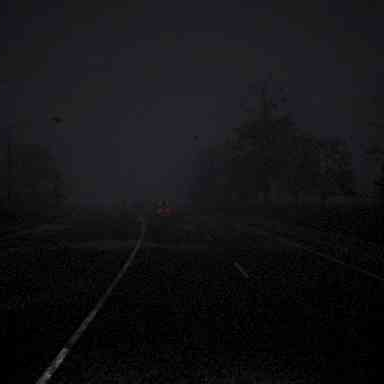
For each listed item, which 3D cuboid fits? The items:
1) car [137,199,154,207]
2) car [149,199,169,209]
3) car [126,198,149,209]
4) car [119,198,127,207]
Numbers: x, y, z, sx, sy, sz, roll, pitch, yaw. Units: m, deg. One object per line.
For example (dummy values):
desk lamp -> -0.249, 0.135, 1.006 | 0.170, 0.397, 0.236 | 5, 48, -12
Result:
car -> -8.666, 1.976, 61.914 | 1.812, 1.442, 4.674 | 0, 0, -24
car -> -4.984, 1.906, 52.285 | 1.812, 1.442, 4.674 | 0, 0, -21
car -> -8.496, 1.936, 51.697 | 1.994, 1.385, 4.181 | 0, 0, -21
car -> -12.025, 1.915, 60.857 | 1.882, 1.535, 5.008 | 0, 0, -24
